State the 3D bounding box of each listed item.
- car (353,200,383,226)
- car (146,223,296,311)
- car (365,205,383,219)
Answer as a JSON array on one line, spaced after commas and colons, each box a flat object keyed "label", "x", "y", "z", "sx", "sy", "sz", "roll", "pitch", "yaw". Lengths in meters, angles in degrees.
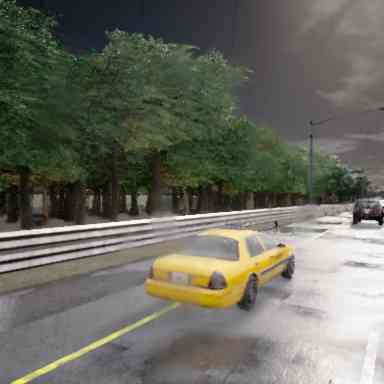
[{"label": "car", "x": 15.103, "y": 1.708, "z": 28.325, "sx": 2.150, "sy": 2.045, "sz": 5.566, "roll": 0, "pitch": -1, "yaw": 32}, {"label": "car", "x": 1.129, "y": 1.540, "z": 8.100, "sx": 1.801, "sy": 1.575, "sz": 5.366, "roll": 0, "pitch": -1, "yaw": 32}, {"label": "car", "x": 21.212, "y": 2.285, "z": 38.330, "sx": 1.812, "sy": 1.442, "sz": 4.674, "roll": 0, "pitch": -1, "yaw": 32}]
